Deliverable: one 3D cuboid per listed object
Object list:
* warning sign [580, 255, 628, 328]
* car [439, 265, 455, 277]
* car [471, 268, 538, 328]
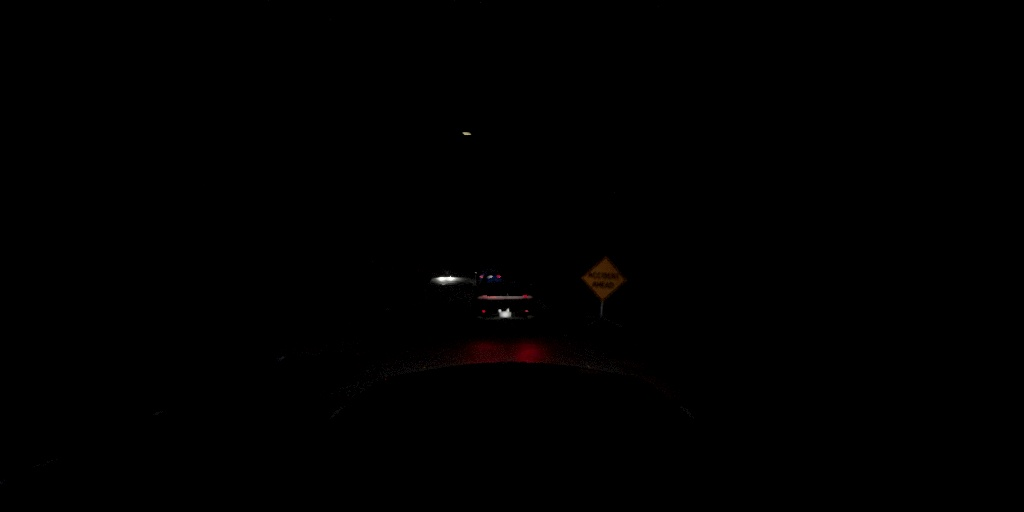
[{"bbox_3d":[2.459,0.906,9.970,1.300,1.860,1.060,0,0,-3],"label":"warning sign"},{"bbox_3d":[-8.567,1.950,46.679,2.128,1.511,4.902,-1,-1,-14],"label":"car"},{"bbox_3d":[-0.286,1.305,11.640,2.128,1.511,4.902,0,0,-3],"label":"car"}]
